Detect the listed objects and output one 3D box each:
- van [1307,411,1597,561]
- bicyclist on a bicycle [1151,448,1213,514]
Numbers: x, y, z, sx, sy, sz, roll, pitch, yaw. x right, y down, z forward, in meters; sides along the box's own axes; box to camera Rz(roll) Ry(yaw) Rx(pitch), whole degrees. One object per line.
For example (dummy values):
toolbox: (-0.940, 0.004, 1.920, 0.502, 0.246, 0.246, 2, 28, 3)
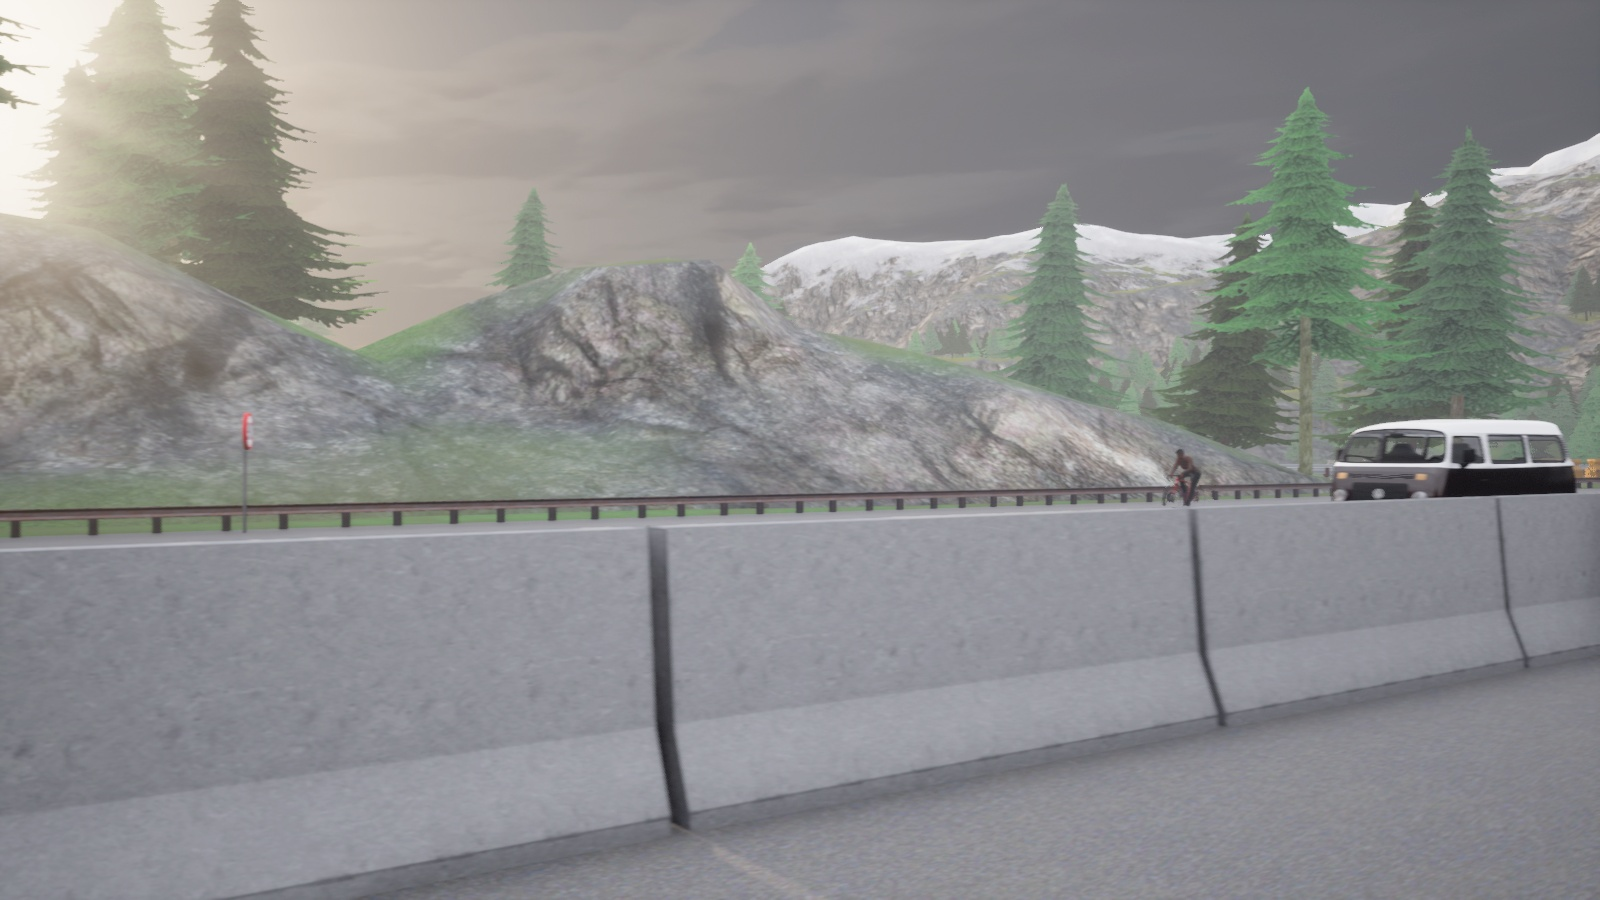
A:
van: (9.989, 0.494, 19.141, 4.480, 2.038, 2.069, 0, 0, -35)
bicyclist on a bicycle: (9.656, 0.755, 31.702, 1.656, 1.620, 0.582, 0, 0, -35)
